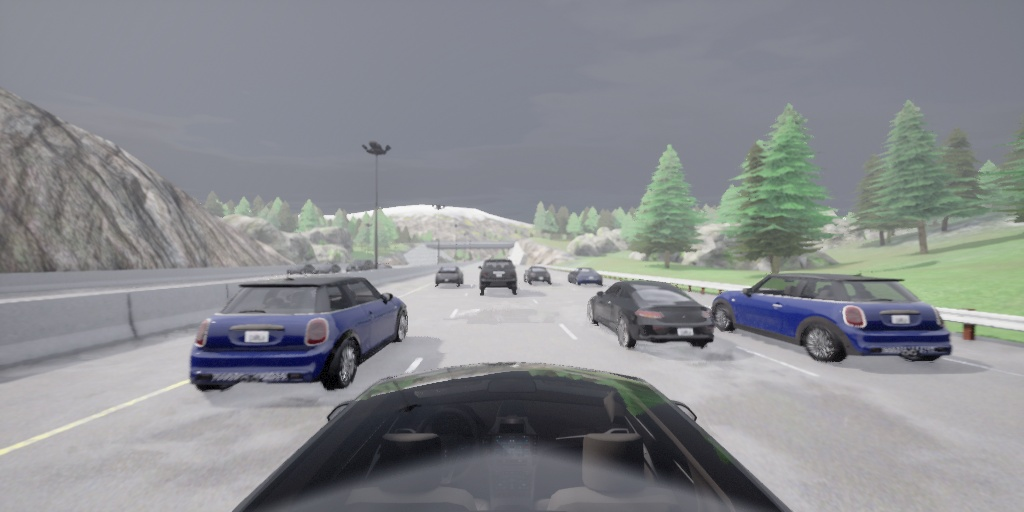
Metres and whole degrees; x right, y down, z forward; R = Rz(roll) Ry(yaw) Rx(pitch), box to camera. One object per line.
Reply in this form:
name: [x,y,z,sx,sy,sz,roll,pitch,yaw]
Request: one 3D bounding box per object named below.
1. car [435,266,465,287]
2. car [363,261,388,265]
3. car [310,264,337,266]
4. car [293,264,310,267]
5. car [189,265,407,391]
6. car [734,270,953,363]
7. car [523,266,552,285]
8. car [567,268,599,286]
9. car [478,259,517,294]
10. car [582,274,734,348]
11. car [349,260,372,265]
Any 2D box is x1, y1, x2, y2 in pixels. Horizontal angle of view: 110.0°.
car: [-4.769,1.535,27.736,2.128,1.511,4.902,0,-1,-4]
car: [-16.647,1.745,45.622,2.128,1.511,4.902,0,-1,-3]
car: [-23.707,1.771,46.398,1.837,1.490,4.892,0,-1,-3]
car: [-27.217,1.774,46.471,1.837,1.490,4.892,0,-1,-3]
car: [-3.594,1.164,7.087,2.097,1.767,4.553,0,-1,-2]
car: [6.853,1.174,8.509,2.097,1.767,4.553,0,-1,-2]
car: [2.082,1.591,30.014,1.812,1.442,4.674,0,-1,-4]
car: [5.706,1.609,28.435,1.994,1.385,4.181,0,-1,-4]
car: [-0.893,1.201,22.233,2.150,2.045,5.566,0,-1,-4]
car: [3.339,1.359,9.376,1.812,1.442,4.674,0,-1,-2]
car: [-20.300,1.505,48.145,2.150,2.045,5.566,0,-1,-3]
